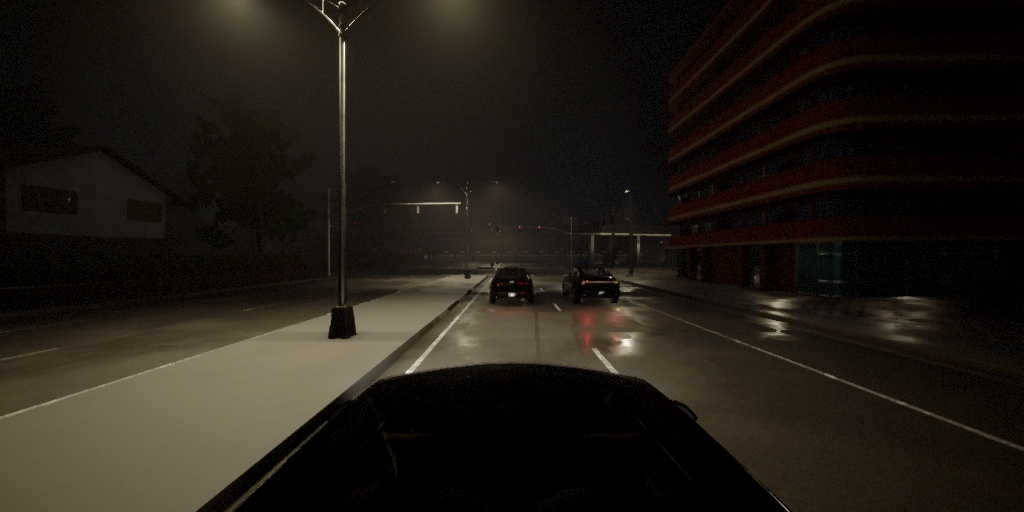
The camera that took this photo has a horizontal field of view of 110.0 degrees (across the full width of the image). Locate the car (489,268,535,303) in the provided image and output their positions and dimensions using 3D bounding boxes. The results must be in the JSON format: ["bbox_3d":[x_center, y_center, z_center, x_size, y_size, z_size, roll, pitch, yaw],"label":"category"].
[{"bbox_3d":[-0.003,1.263,16.499,1.837,1.490,4.892,0,0,0],"label":"car"}]

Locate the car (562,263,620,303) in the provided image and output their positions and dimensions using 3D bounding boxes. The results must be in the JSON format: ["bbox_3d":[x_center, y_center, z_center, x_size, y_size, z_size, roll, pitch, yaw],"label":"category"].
[{"bbox_3d":[3.503,1.242,16.499,2.128,1.511,4.902,0,0,0],"label":"car"}]
